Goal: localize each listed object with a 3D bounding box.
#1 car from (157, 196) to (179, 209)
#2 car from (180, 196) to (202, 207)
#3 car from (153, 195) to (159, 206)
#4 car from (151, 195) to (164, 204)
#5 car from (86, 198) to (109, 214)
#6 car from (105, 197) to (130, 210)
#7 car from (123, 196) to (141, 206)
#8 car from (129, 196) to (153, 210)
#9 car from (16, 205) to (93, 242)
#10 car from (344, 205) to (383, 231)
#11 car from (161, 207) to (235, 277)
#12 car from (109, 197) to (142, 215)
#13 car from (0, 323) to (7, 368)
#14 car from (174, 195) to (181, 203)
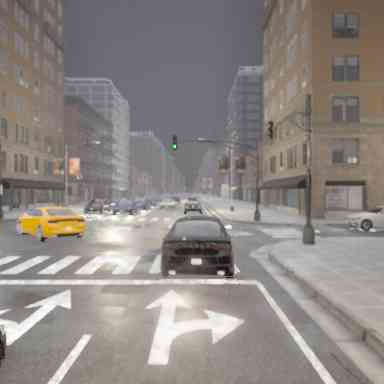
[{"bbox_3d":[-3.138,1.553,44.217,1.895,1.301,4.718,0,0,0],"label":"car"},{"bbox_3d":[0.109,1.510,35.524,2.033,1.411,5.357,0,0,0],"label":"car"},{"bbox_3d":[-6.486,1.489,52.598,2.033,1.411,5.357,0,0,0],"label":"car"},{"bbox_3d":[-6.483,1.432,62.772,1.837,1.490,4.892,0,0,0],"label":"car"},{"bbox_3d":[-9.835,1.468,35.015,1.837,1.490,4.892,0,0,0],"label":"car"},{"bbox_3d":[-9.795,1.444,44.200,2.128,1.511,4.902,0,0,1],"label":"car"},{"bbox_3d":[-9.736,1.430,54.432,2.128,1.511,4.902,0,0,0],"label":"car"},{"bbox_3d":[-6.564,1.480,42.448,1.812,1.442,4.674,0,0,0],"label":"car"},{"bbox_3d":[-7.057,1.459,16.454,1.882,1.535,5.008,2,-1,-42],"label":"car"},{"bbox_3d":[11.725,1.543,20.210,4.674,1.442,1.812,0,0,0],"label":"car"},{"bbox_3d":[0.230,1.467,10.264,1.882,1.535,5.008,0,0,3],"label":"car"},{"bbox_3d":[-6.577,1.491,33.347,1.812,1.442,4.674,0,0,0],"label":"car"},{"bbox_3d":[-3.148,1.524,2.064,1.812,1.442,4.674,0,0,1],"label":"car"},{"bbox_3d":[-3.221,1.431,65.169,1.837,1.490,4.892,0,1,0],"label":"car"}]
